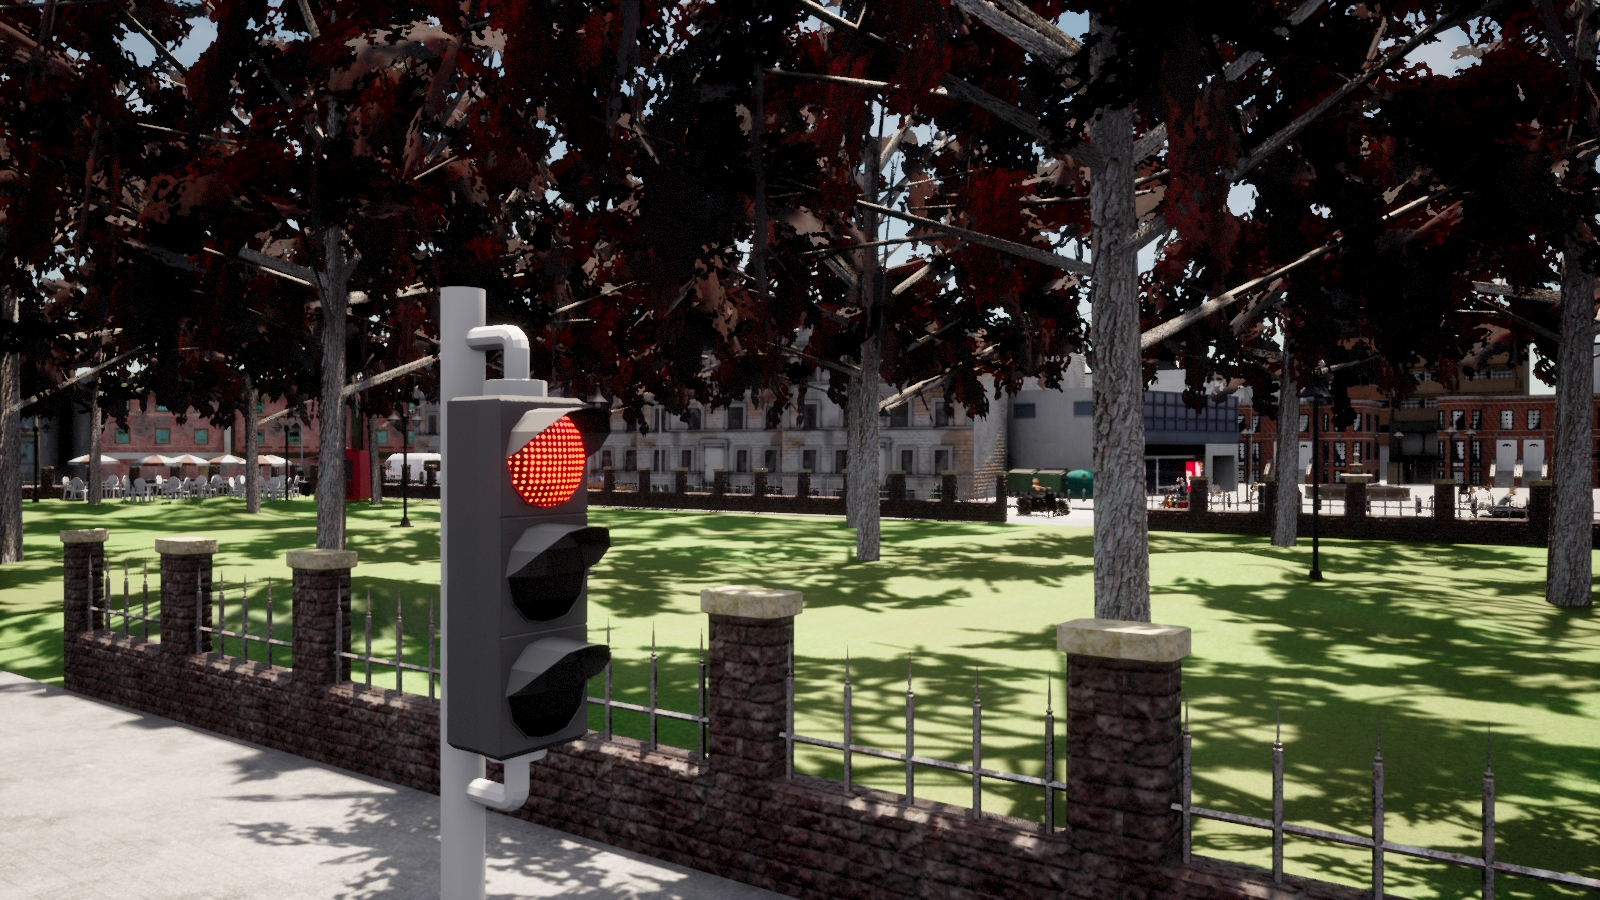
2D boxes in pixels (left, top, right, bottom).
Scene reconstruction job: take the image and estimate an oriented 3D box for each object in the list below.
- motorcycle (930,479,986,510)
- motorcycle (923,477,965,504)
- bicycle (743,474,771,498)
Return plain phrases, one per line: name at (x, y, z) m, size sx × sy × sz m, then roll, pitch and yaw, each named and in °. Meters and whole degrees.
motorcycle at (6.947, 1.949, 50.380) m, size 2.356 × 1.277 × 0.764 m, roll 0°, pitch 0°, yaw 36°
motorcycle at (6.951, 1.962, 55.270) m, size 1.805 × 1.236 × 0.856 m, roll 0°, pitch 0°, yaw 36°
bicycle at (-2.338, 1.935, 62.064) m, size 1.643 × 1.296 × 0.373 m, roll 0°, pitch 0°, yaw 36°
